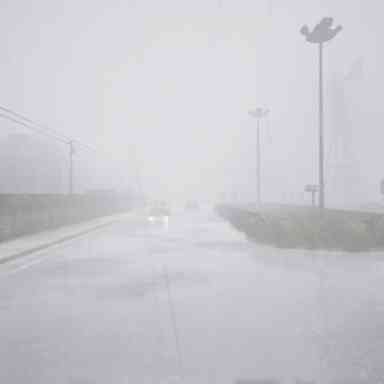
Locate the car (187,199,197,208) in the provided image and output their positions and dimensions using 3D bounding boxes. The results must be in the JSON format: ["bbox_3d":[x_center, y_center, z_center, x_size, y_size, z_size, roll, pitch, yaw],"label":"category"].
[{"bbox_3d":[-0.022,2.087,62.466,1.837,1.490,4.892,0,-1,0],"label":"car"}]

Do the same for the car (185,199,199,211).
[{"bbox_3d":[-0.012,1.938,47.887,2.128,1.511,4.902,0,0,0],"label":"car"}]

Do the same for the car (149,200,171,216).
[{"bbox_3d":[-3.515,1.696,37.262,2.097,1.767,4.553,0,0,0],"label":"car"}]

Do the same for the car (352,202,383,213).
[{"bbox_3d":[22.124,1.909,41.599,3.905,1.438,1.784,0,-1,0],"label":"car"}]
